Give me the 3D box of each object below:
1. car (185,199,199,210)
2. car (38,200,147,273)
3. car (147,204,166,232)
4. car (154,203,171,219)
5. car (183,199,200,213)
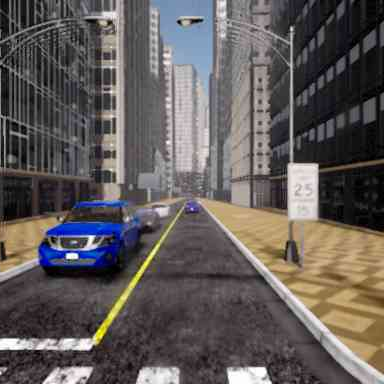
[{"bbox_3d":[0.004,1.876,51.105,2.128,1.511,4.902,0,0,0],"label":"car"},{"bbox_3d":[-3.094,1.323,11.369,2.150,2.045,5.566,0,0,0],"label":"car"},{"bbox_3d":[-3.087,1.719,21.616,2.033,1.411,5.357,0,0,0],"label":"car"},{"bbox_3d":[-3.079,1.768,31.622,1.812,1.442,4.674,0,0,0],"label":"car"},{"bbox_3d":[0.003,1.835,41.066,1.812,1.442,4.674,0,0,0],"label":"car"}]
